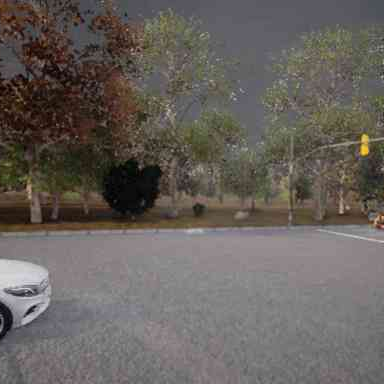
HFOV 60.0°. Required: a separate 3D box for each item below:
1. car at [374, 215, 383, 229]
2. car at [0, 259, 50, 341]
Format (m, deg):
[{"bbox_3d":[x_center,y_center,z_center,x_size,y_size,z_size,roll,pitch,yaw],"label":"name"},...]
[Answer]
[{"bbox_3d":[16.452,2.067,25.889,4.553,1.767,2.097,2,1,-23],"label":"car"},{"bbox_3d":[-4.612,1.429,4.853,4.674,1.442,1.812,0,1,-20],"label":"car"}]
